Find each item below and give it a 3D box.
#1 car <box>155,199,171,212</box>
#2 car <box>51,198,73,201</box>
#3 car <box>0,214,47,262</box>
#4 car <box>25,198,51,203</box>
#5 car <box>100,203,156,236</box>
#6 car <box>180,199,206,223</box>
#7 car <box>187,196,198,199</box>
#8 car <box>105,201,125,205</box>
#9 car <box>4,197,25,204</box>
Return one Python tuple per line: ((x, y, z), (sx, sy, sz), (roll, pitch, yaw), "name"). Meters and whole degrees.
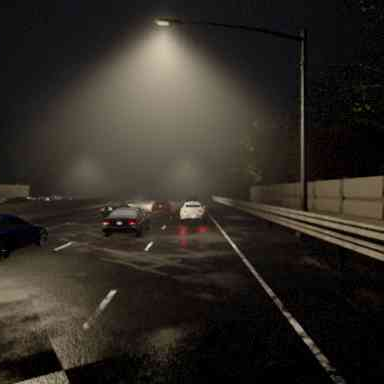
((-3.456, 1.532, 38.374), (1.994, 1.385, 4.181), (0, 0, 0), "car")
((-17.580, 1.537, 46.606), (1.994, 1.385, 4.181), (0, 0, 0), "car")
((-6.917, 1.508, 11.875), (1.812, 1.442, 4.674), (0, 0, 0), "car")
((-21.079, 1.538, 46.864), (1.994, 1.385, 4.181), (0, 0, 0), "car")
((-3.423, 1.522, 18.118), (2.033, 1.411, 5.357), (0, 0, 0), "car")
((0.062, 1.495, 25.314), (1.812, 1.442, 4.674), (0, 0, 0), "car")
((0.033, 1.320, 42.767), (2.097, 1.767, 4.553), (0, 0, 0), "car")
((-6.942, 1.517, 30.641), (2.033, 1.411, 5.357), (0, 0, 0), "car")
((-24.578, 1.452, 46.962), (1.882, 1.535, 5.008), (0, 0, 0), "car")
